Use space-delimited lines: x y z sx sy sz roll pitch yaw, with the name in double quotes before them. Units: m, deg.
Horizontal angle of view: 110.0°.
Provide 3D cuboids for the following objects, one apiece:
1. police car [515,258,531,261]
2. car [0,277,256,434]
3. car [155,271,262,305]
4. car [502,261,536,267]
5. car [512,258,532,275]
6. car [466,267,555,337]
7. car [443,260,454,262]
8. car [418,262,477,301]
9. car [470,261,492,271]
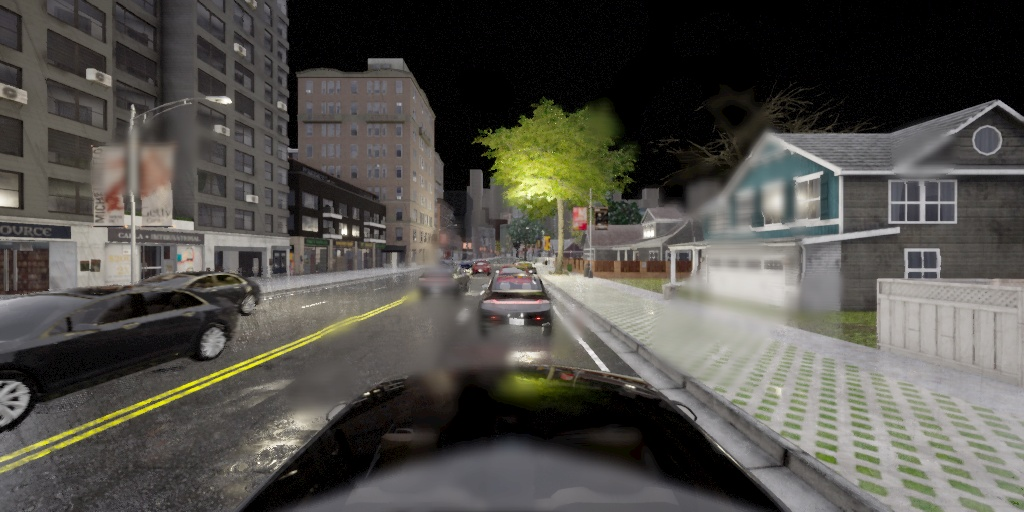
"police car" 1.002 1.156 29.545 1.930 1.638 5.238 0 0 0
"car" -6.595 1.254 5.440 1.837 1.490 4.892 0 0 0
"car" -9.840 1.252 10.795 1.837 1.490 4.892 0 0 0
"car" 0.118 1.219 19.816 1.882 1.535 5.008 0 0 0
"car" 1.011 1.069 39.405 2.097 1.767 4.553 0 0 0
"car" 0.111 1.239 10.312 2.128 1.511 4.902 0 0 0
"car" -9.806 1.245 54.435 2.033 1.411 5.357 0 0 0
"car" -3.133 1.235 17.310 2.128 1.511 4.902 0 0 0
"car" -3.117 1.246 37.713 1.812 1.442 4.674 0 0 0
